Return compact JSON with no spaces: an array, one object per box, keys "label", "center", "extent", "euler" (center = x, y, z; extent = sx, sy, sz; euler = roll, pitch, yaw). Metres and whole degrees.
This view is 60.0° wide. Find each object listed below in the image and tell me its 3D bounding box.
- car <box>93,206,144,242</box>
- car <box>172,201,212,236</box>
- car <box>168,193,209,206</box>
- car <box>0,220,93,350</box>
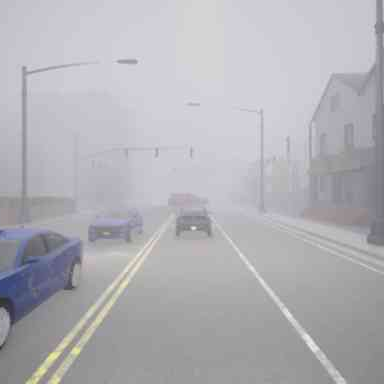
[{"label":"car","center":[-3.607,1.466,16.483],"extent":[1.882,1.535,5.008],"euler":[0,0,0]},{"label":"car","center":[0.076,1.489,18.396],"extent":[1.837,1.490,4.892],"euler":[0,0,0]},{"label":"car","center":[-0.405,1.147,43.716],"extent":[5.566,2.045,2.150],"euler":[0,1,1]},{"label":"car","center":[-3.605,1.474,6.241],"extent":[1.882,1.535,5.008],"euler":[0,0,0]}]
